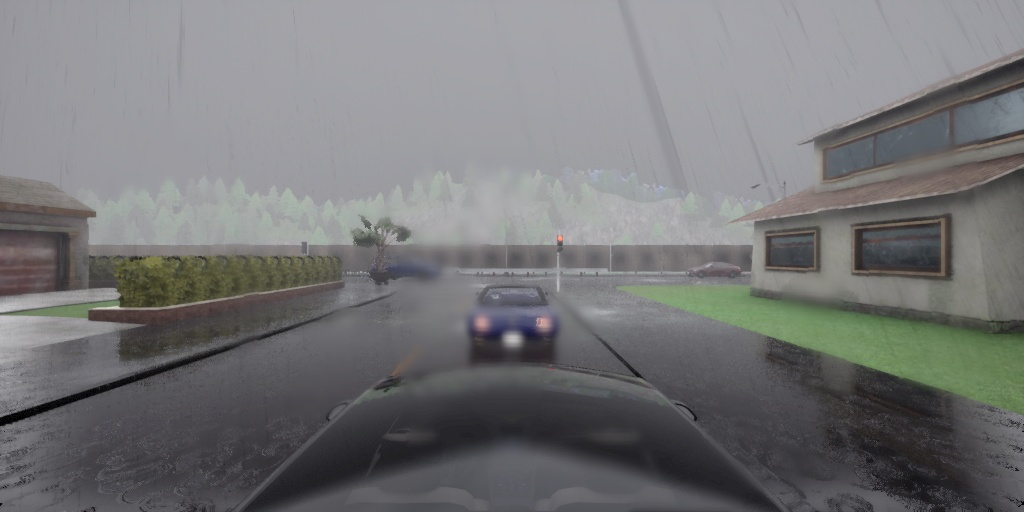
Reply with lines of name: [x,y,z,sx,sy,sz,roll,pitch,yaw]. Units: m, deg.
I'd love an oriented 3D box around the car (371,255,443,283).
car: [-8.239,0.972,28.187,5.566,2.045,2.150,0,0,10]

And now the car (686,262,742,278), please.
car: [18.535,1.276,33.017,4.674,1.442,1.812,0,0,0]

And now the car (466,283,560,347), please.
car: [0.042,1.351,9.295,1.895,1.301,4.718,0,0,1]
